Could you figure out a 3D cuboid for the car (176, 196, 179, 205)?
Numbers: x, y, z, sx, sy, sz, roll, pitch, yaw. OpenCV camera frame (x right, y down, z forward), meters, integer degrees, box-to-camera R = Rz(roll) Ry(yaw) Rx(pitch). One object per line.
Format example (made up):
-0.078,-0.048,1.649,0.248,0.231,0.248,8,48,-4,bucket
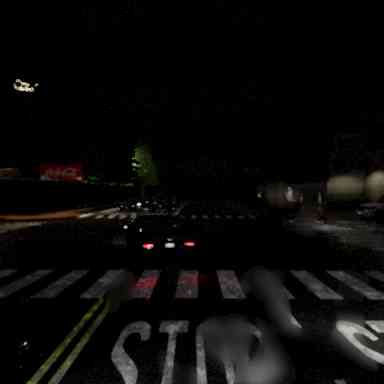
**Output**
-3.321,1.519,48.590,1.895,1.301,4.718,0,0,1,car

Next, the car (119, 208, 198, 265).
-1.305,1.527,11.686,2.033,1.411,5.357,0,0,-16,car

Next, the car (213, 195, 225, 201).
6.410,1.422,77.669,1.994,1.385,4.181,0,0,20,car

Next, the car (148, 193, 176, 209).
-3.424,1.156,38.826,2.150,2.045,5.566,0,0,1,car

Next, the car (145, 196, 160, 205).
-6.726,1.468,56.770,1.994,1.385,4.181,0,0,0,car

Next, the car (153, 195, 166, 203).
-6.485,1.365,67.053,1.882,1.535,5.008,0,0,2,car

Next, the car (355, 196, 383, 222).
15.082,1.180,24.460,5.566,2.045,2.150,0,0,1,car

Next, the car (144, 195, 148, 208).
-6.844,1.273,46.874,2.097,1.767,4.553,0,0,1,car

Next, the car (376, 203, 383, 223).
14.664,1.566,20.943,4.718,1.301,1.895,0,0,0,car

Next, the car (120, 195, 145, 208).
-6.929,1.441,37.907,1.837,1.490,4.892,0,0,1,car
